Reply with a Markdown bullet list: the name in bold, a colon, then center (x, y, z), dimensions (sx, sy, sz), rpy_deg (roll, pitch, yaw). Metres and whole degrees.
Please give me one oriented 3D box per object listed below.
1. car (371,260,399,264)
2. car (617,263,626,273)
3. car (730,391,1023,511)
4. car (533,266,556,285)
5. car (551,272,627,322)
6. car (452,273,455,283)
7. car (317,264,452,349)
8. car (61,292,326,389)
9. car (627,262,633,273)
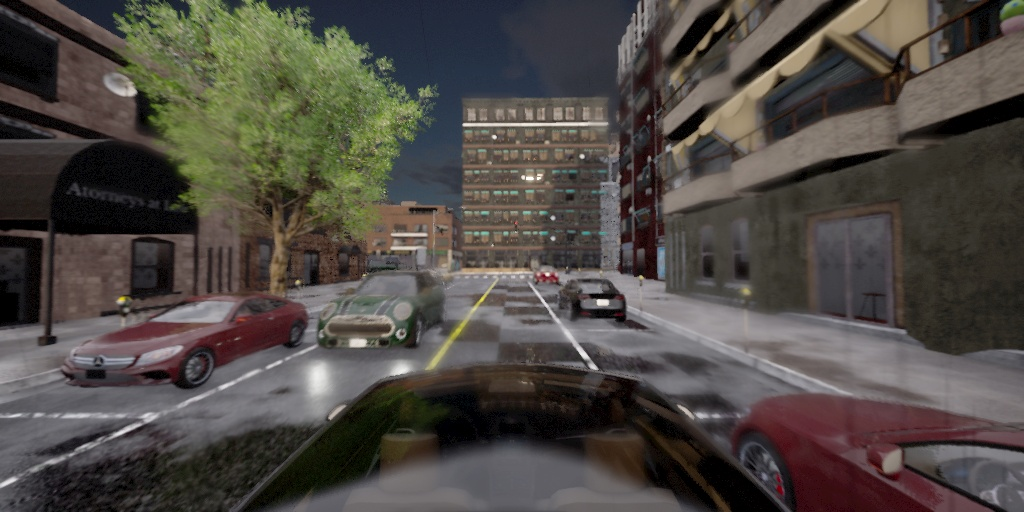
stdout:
- **car**: center (-16.614, 1.605, 48.853), dimensions (5.566, 2.045, 2.150), rpy_deg (1, -2, 1)
- **car**: center (16.758, 1.529, 48.369), dimensions (5.008, 1.535, 1.882), rpy_deg (-1, -2, 1)
- **car**: center (2.692, 1.328, 1.329), dimensions (1.802, 1.307, 4.207), rpy_deg (0, 0, 0)
- **car**: center (2.738, 1.505, 29.757), dimensions (1.967, 1.591, 4.097), rpy_deg (0, 0, 0)
- **car**: center (2.692, 1.438, 12.701), dimensions (1.948, 1.339, 4.313), rpy_deg (0, 0, 0)
- **car**: center (-5.827, 1.590, 29.533), dimensions (1.751, 1.417, 4.829), rpy_deg (0, 0, 0)
- **car**: center (-3.100, 1.189, 9.478), dimensions (2.097, 1.767, 4.553), rpy_deg (0, -1, 0)
- **car**: center (-5.656, 1.391, 6.957), dimensions (1.802, 1.307, 4.207), rpy_deg (0, 0, 0)
- **car**: center (17.653, 1.524, 45.641), dimensions (4.829, 1.417, 1.751), rpy_deg (0, 0, 1)
